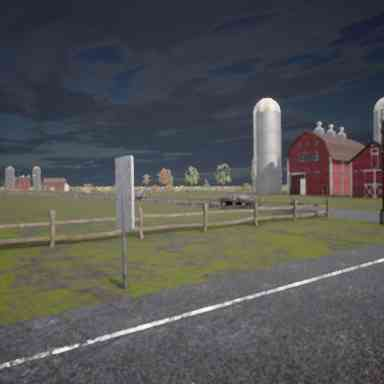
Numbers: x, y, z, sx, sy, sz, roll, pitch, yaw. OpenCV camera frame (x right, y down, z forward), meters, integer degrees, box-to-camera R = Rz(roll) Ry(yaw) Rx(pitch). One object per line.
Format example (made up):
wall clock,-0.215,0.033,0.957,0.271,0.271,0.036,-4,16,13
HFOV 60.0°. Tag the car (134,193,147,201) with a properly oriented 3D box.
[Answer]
car,-9.383,0.785,55.944,1.895,1.301,4.718,-2,1,-35

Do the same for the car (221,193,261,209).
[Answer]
car,5.190,0.898,35.769,1.882,1.535,5.008,-2,1,-36
